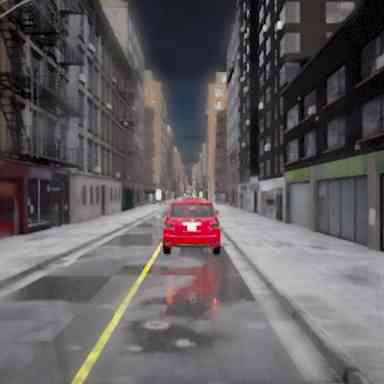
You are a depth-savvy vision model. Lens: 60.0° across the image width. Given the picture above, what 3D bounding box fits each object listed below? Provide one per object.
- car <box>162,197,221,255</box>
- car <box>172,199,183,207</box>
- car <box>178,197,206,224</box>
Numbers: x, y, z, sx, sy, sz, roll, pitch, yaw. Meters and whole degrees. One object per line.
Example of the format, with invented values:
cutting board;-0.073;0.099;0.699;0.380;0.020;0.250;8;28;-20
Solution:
car;-0.003;1.346;14.018;2.150;2.045;5.566;0;0;0
car;-2.774;2.093;64.349;1.812;1.442;4.674;0;-1;0
car;-0.008;1.480;29.015;2.150;2.045;5.566;0;0;0
